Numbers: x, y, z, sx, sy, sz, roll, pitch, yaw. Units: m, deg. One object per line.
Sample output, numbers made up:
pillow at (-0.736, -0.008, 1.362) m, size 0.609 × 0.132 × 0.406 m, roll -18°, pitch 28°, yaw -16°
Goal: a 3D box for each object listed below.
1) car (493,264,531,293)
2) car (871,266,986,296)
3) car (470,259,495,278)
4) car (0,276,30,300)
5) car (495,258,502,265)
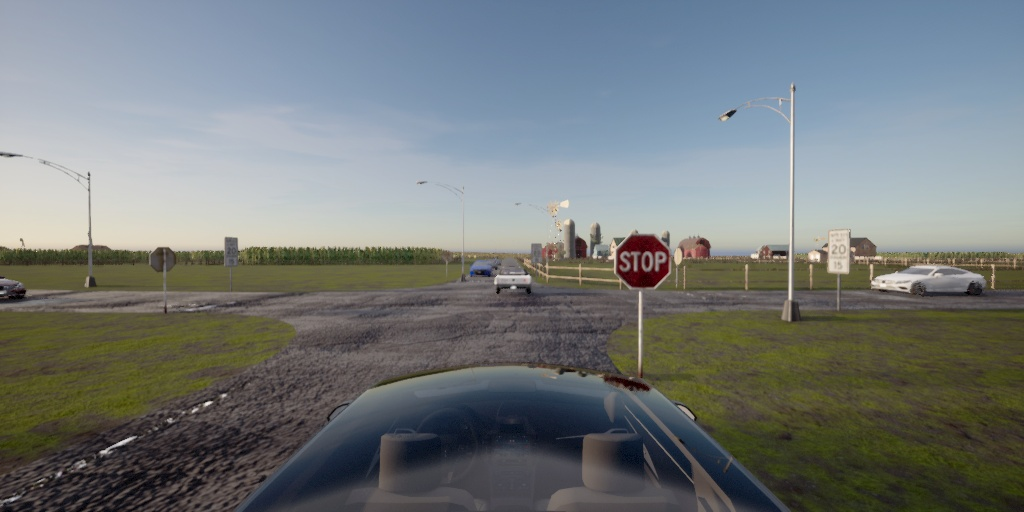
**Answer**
car at (0.064, 1.310, 20.524) m, size 1.895 × 1.301 × 4.718 m, roll 0°, pitch 0°, yaw 0°
car at (21.187, 1.229, 18.280) m, size 4.674 × 1.442 × 1.812 m, roll 0°, pitch 1°, yaw -2°
car at (-2.906, 1.199, 34.257) m, size 1.882 × 1.535 × 5.008 m, roll 0°, pitch 0°, yaw 0°
car at (-24.366, 1.316, 15.903) m, size 4.674 × 1.442 × 1.812 m, roll 0°, pitch 1°, yaw 10°
car at (-2.922, 1.202, 50.120) m, size 2.128 × 1.511 × 4.902 m, roll 0°, pitch 0°, yaw 0°
